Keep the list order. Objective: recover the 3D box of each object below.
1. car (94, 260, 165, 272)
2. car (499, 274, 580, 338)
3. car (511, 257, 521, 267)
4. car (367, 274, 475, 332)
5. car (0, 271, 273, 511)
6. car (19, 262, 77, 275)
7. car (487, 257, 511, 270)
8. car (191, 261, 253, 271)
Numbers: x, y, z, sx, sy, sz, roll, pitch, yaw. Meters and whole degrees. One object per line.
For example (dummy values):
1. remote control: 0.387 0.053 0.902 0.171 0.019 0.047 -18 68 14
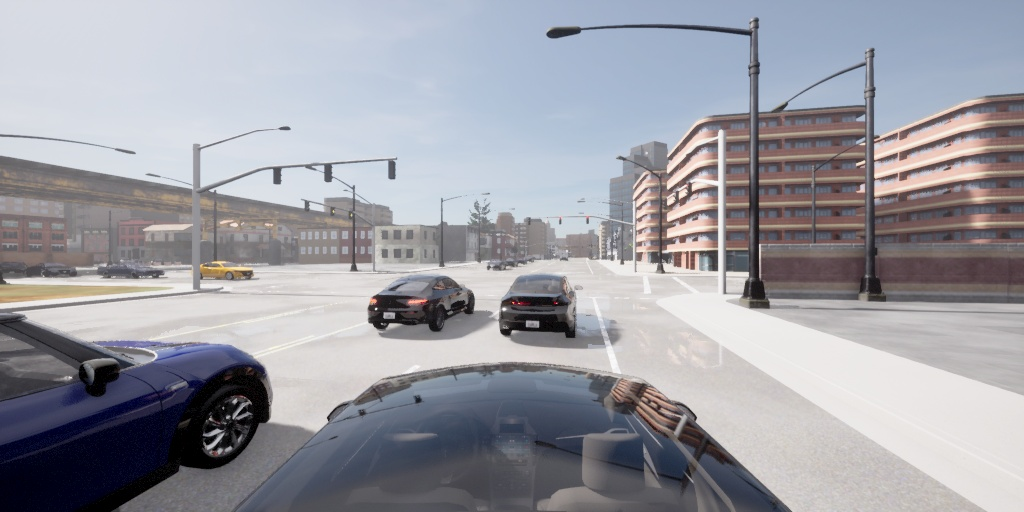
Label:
1. car: -34.263 1.297 32.185 5.357 1.411 2.033 0 0 9
2. car: 0.907 1.255 10.284 1.837 1.490 4.892 0 0 11
3. car: -0.245 0.957 57.338 1.882 1.535 5.008 0 1 11
4. car: -2.539 1.276 10.924 1.812 1.442 4.674 0 0 11
5. car: -3.858 1.102 2.146 2.097 1.767 4.553 0 0 6
6. car: -43.983 1.314 34.216 4.181 1.385 1.994 0 0 15
7. car: -2.042 1.106 48.061 2.128 1.511 4.902 0 1 11
8. car: -24.605 1.228 30.554 5.008 1.535 1.882 0 0 10
